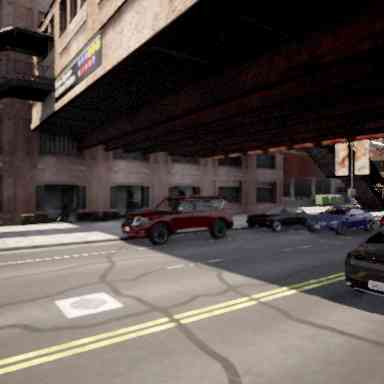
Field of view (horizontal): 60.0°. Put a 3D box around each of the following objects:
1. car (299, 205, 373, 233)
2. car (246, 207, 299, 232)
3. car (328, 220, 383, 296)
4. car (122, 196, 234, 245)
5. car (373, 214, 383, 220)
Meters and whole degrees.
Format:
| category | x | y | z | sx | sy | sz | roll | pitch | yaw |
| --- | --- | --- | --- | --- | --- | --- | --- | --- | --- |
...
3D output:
| category | x | y | z | sx | sy | sz | roll | pitch | yaw |
| --- | --- | --- | --- | --- | --- | --- | --- | --- | --- |
| car | 8.320 | 1.518 | 18.435 | 4.674 | 1.442 | 1.812 | 0 | 0 | -35 |
| car | 5.489 | 1.587 | 20.183 | 4.718 | 1.301 | 1.895 | 0 | 0 | -36 |
| car | 5.426 | 1.501 | 7.607 | 4.892 | 1.490 | 1.837 | 0 | 0 | -35 |
| car | -0.507 | 1.225 | 15.853 | 5.566 | 2.045 | 2.435 | 0 | 0 | -36 |
| car | 11.545 | 1.212 | 16.428 | 5.566 | 2.045 | 2.150 | 0 | 0 | -35 |
